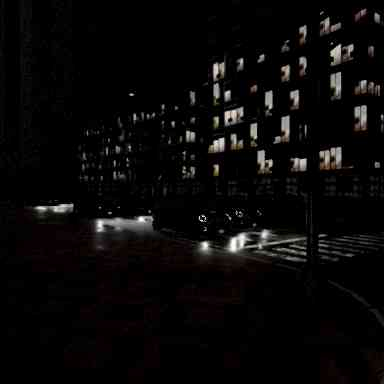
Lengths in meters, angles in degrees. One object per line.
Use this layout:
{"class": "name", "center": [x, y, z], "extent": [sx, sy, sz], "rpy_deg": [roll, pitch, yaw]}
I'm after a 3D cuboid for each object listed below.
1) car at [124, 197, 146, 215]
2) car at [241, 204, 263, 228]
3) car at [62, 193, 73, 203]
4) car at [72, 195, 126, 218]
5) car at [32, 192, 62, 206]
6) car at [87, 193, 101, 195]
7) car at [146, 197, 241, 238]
{"class": "car", "center": [-4.904, 1.098, 27.849], "extent": [2.033, 1.411, 5.357], "rpy_deg": [0, 1, -38]}
{"class": "car", "center": [1.911, 1.104, 19.227], "extent": [2.097, 1.767, 4.553], "rpy_deg": [0, 1, -38]}
{"class": "car", "center": [-16.472, 0.807, 42.628], "extent": [1.895, 1.301, 4.718], "rpy_deg": [0, 1, -38]}
{"class": "car", "center": [-7.240, 1.162, 25.564], "extent": [1.895, 1.301, 4.718], "rpy_deg": [0, 1, -38]}
{"class": "car", "center": [-16.692, 0.786, 37.608], "extent": [1.837, 1.490, 4.892], "rpy_deg": [0, 1, -38]}
{"class": "car", "center": [-12.955, 0.828, 43.652], "extent": [1.895, 1.301, 4.718], "rpy_deg": [0, 1, -38]}
{"class": "car", "center": [-0.075, 1.124, 16.497], "extent": [2.097, 1.767, 4.553], "rpy_deg": [0, 1, -38]}
